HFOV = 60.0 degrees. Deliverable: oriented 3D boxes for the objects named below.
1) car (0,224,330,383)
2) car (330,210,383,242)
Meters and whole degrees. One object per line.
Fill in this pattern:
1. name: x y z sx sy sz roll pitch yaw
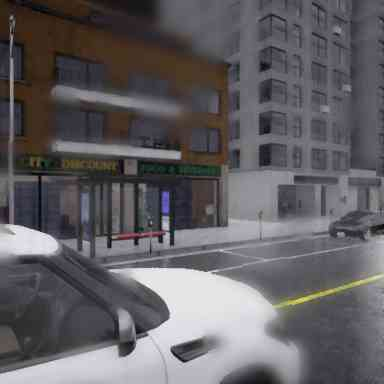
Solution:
1. car: -1.680 1.216 2.236 5.566 2.045 2.150 0 0 -35
2. car: 8.602 1.566 16.530 4.313 1.339 1.947 0 0 -36
